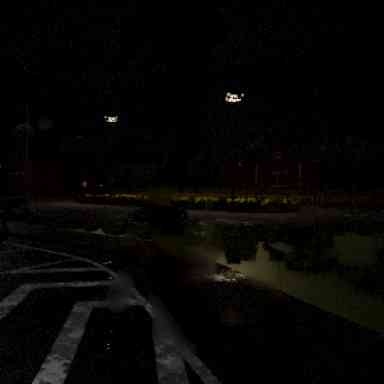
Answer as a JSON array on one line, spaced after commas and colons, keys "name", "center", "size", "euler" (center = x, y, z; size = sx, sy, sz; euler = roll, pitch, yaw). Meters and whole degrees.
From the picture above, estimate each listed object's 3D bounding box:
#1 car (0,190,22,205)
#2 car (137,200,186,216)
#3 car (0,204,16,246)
[{"name": "car", "center": [-20.502, 0.733, 35.177], "size": [1.932, 1.855, 4.605], "euler": [1, 1, 36]}, {"name": "car", "center": [-2.064, 1.246, 22.325], "size": [1.784, 1.438, 3.905], "euler": [1, 1, 36]}, {"name": "car", "center": [-8.533, 1.306, 11.140], "size": [1.816, 1.474, 4.193], "euler": [1, 1, 36]}]
